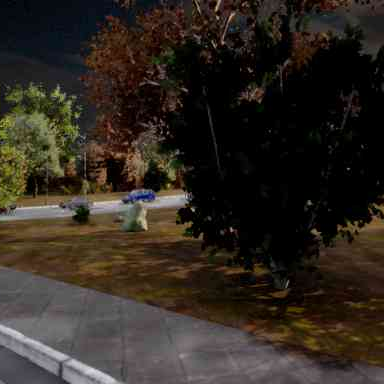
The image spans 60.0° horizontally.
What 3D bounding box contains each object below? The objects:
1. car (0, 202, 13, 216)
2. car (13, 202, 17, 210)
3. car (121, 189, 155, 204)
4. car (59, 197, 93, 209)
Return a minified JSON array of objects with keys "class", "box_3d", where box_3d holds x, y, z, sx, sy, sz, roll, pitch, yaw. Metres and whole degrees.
[{"class":"car","box_3d":[-19.814,1.285,30.056,2.150,2.045,5.566,0,0,39]},{"class":"car","box_3d":[-21.005,1.533,34.658,2.128,1.511,4.902,0,1,39]},{"class":"car","box_3d":[-8.092,0.627,50.555,2.150,2.045,5.566,0,3,40]},{"class":"car","box_3d":[-14.742,1.385,42.386,1.994,1.385,4.181,0,2,38]}]
